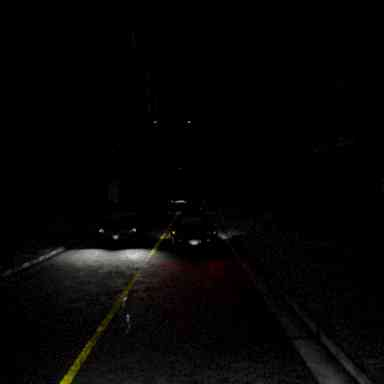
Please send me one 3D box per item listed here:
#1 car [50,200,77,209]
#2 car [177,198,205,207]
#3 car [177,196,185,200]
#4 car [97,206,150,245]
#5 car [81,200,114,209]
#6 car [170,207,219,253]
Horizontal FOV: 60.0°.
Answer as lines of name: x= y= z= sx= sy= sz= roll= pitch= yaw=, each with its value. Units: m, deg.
car: x=-19.856 y=1.913 z=50.669 sx=4.507 sy=1.381 sz=1.887 roll=-1 pitch=0 yaw=0
car: x=0.079 y=1.580 z=29.080 sx=2.128 sy=1.511 sz=4.902 roll=0 pitch=0 yaw=0
car: x=-3.015 y=1.754 z=91.557 sx=2.128 sy=1.511 sz=4.902 roll=0 pitch=0 yaw=0
car: x=-3.101 y=1.577 z=15.844 sx=1.812 sy=1.442 sz=4.674 roll=0 pitch=0 yaw=0
car: x=-14.402 y=1.839 z=50.701 sx=4.829 sy=1.417 sz=1.752 roll=-1 pitch=0 yaw=0
car: x=0.085 y=1.570 z=13.847 sx=1.812 sy=1.442 sz=4.674 roll=0 pitch=0 yaw=0
